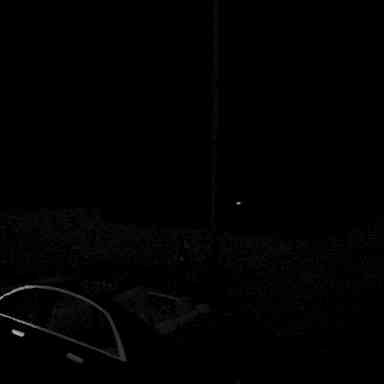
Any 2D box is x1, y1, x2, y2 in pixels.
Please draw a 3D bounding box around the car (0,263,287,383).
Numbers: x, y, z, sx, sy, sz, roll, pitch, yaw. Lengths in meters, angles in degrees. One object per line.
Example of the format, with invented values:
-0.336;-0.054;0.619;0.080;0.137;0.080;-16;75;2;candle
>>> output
-1.182;1.527;3.805;4.403;1.369;2.008;1;0;35;car
